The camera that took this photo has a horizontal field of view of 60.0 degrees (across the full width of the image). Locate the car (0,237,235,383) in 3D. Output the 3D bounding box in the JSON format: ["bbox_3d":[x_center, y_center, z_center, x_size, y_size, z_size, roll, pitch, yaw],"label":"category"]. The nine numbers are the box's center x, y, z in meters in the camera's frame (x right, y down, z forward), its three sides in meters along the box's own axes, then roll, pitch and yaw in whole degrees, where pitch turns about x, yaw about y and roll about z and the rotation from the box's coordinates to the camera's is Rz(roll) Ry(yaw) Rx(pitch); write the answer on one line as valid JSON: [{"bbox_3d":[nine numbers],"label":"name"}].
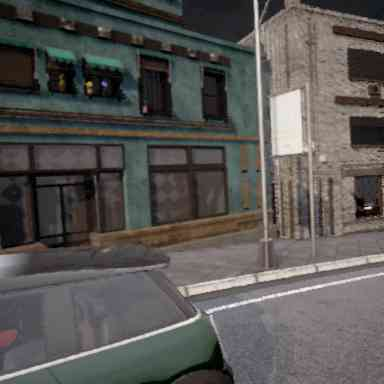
[{"bbox_3d":[-1.911,1.325,2.387,4.553,1.767,2.097,0,1,-34],"label":"car"}]
